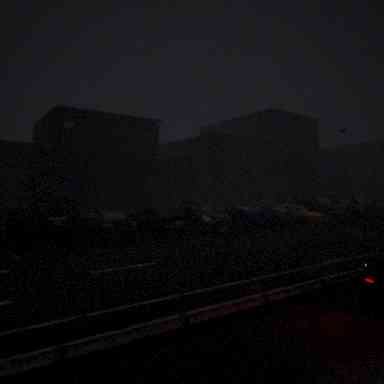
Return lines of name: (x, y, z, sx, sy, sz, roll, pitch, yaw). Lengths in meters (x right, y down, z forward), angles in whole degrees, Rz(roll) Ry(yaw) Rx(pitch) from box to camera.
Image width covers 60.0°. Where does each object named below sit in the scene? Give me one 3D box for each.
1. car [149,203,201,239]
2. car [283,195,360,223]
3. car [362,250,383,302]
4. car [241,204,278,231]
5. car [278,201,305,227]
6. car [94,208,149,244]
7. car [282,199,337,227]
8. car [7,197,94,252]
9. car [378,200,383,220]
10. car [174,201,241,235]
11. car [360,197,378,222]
car: (-1.966, 1.516, 17.500, 2.163, 1.488, 4.792, 0, 0, -36)
car: (9.268, 1.285, 25.483, 2.435, 2.045, 5.566, 1, 0, -36)
car: (5.382, 1.530, 6.976, 4.674, 1.442, 1.812, 0, 0, -36)
car: (2.536, 1.496, 20.686, 2.097, 1.535, 5.008, 0, 0, -36)
car: (4.773, 1.545, 22.293, 2.002, 1.452, 4.674, 0, 0, -36)
car: (-4.188, 1.522, 15.868, 2.002, 1.452, 4.674, 0, 0, -36)
car: (7.121, 1.513, 23.751, 1.946, 1.575, 5.366, 0, 0, -36)
car: (-6.447, 1.228, 14.287, 2.435, 2.045, 5.566, 0, 0, -36)
car: (13.747, 1.343, 28.694, 2.435, 2.045, 5.566, 1, -1, -36)
car: (0.274, 1.366, 19.109, 2.185, 1.767, 4.553, 0, 0, -36)
car: (11.509, 1.309, 27.090, 2.435, 2.045, 5.566, 1, 0, -36)
